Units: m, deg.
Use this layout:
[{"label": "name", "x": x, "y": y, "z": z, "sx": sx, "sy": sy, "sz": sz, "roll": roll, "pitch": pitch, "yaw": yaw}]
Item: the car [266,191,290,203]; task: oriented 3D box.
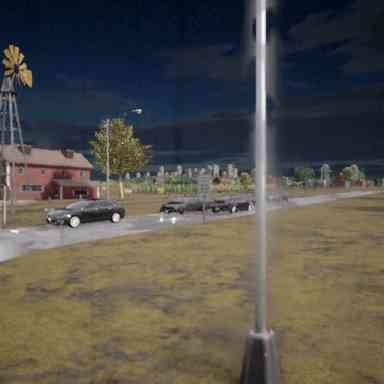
[{"label": "car", "x": 11.474, "y": 0.581, "z": 44.116, "sx": 2.128, "sy": 1.511, "sz": 4.902, "roll": 1, "pitch": 2, "yaw": 36}]

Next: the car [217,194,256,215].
[{"label": "car", "x": 3.429, "y": 1.013, "z": 28.093, "sx": 1.837, "sy": 1.490, "sz": 4.892, "roll": 1, "pitch": 2, "yaw": 36}]

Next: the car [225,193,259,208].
[{"label": "car", "x": 5.467, "y": 0.865, "z": 35.902, "sx": 1.994, "sy": 1.385, "sz": 4.181, "roll": 1, "pitch": 2, "yaw": 36}]

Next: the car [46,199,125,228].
[{"label": "car", "x": -6.212, "y": 1.205, "z": 19.876, "sx": 1.837, "sy": 1.490, "sz": 4.892, "roll": 1, "pitch": 2, "yaw": 37}]

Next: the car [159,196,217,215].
[{"label": "car", "x": -0.393, "y": 1.051, "z": 27.838, "sx": 2.033, "sy": 1.411, "sz": 5.357, "roll": 1, "pitch": 2, "yaw": 36}]
